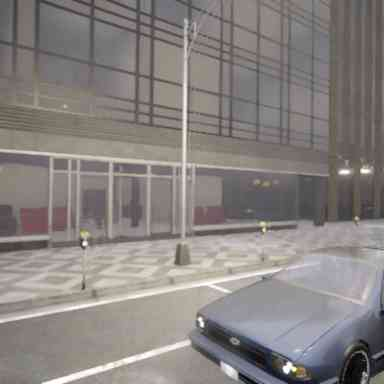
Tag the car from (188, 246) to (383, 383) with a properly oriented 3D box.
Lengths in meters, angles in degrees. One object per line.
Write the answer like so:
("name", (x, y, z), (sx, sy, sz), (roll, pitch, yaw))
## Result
("car", (2.581, 1.621, 5.218), (5.357, 1.411, 2.033), (1, -1, -35))
